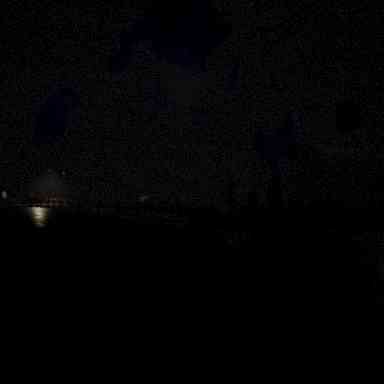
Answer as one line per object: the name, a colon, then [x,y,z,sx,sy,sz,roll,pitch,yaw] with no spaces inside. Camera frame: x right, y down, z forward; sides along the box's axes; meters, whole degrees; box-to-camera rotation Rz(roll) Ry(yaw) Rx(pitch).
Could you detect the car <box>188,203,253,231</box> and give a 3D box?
car: [1.706,1.523,21.406,1.882,1.535,5.008,-1,1,-35]
